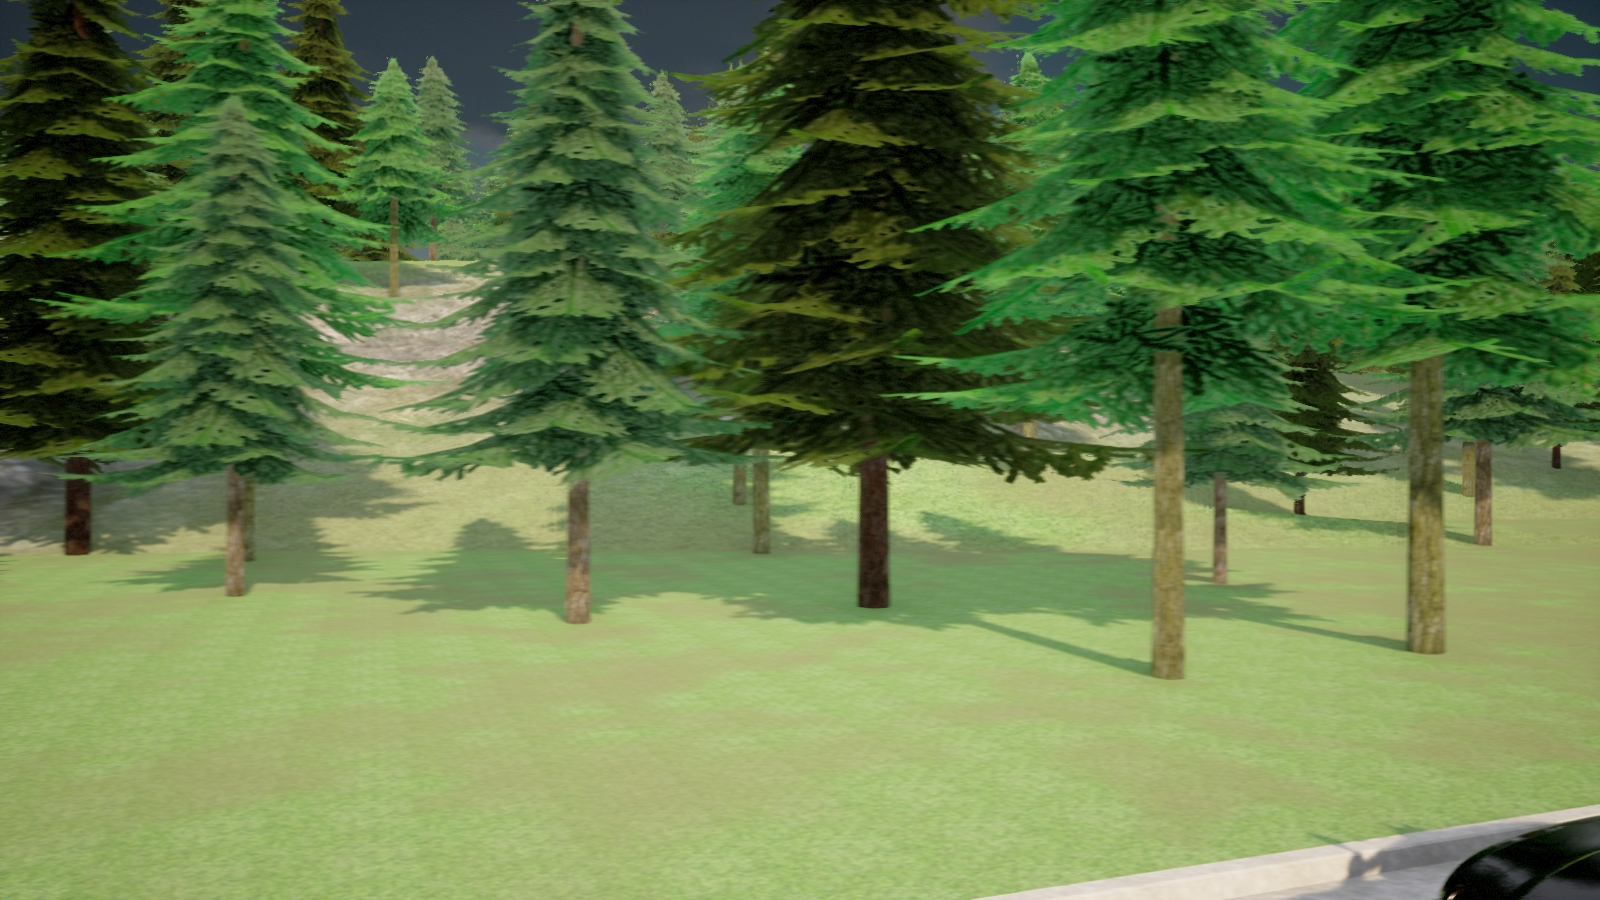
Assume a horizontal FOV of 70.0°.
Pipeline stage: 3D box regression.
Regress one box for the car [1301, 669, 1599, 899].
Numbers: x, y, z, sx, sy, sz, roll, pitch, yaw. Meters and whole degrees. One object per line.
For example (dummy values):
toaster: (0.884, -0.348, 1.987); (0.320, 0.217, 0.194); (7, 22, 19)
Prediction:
car: (5.189, 1.984, 5.304); (5.238, 1.638, 2.097); (0, 0, -20)
